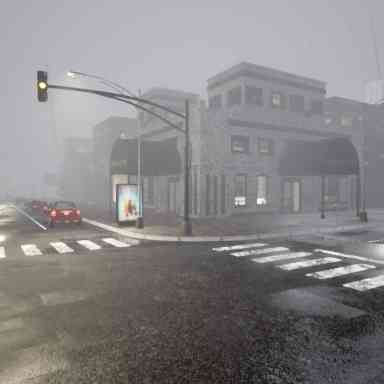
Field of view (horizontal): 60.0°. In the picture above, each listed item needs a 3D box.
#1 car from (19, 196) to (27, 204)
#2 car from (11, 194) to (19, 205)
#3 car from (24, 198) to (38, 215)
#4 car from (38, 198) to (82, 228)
[{"bbox_3d":[-17.213,1.331,36.038,2.008,1.369,4.403,-1,1,-31],"label":"car"},{"bbox_3d":[-25.996,1.269,50.698,2.008,1.369,4.403,-1,1,-31],"label":"car"},{"bbox_3d":[-14.285,1.385,31.151,1.802,1.307,4.206,-1,1,-31],"label":"car"},{"bbox_3d":[-8.431,1.289,21.376,1.967,1.590,4.097,-1,1,-31],"label":"car"}]
